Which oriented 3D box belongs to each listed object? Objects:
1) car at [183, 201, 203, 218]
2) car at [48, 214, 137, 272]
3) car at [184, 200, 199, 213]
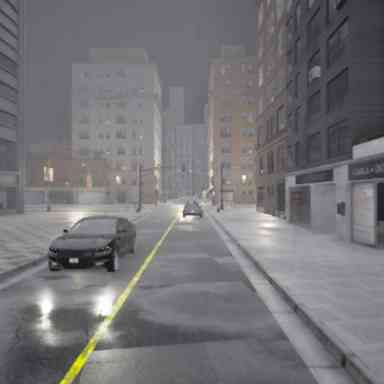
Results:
[{"bbox_3d":[0.092,1.816,33.419,1.994,1.385,4.181,0,0,1],"label":"car"},{"bbox_3d":[-3.100,1.557,11.254,1.882,1.535,5.008,0,-1,0],"label":"car"},{"bbox_3d":[-0.065,1.854,43.195,1.812,1.442,4.674,0,0,-1],"label":"car"}]
